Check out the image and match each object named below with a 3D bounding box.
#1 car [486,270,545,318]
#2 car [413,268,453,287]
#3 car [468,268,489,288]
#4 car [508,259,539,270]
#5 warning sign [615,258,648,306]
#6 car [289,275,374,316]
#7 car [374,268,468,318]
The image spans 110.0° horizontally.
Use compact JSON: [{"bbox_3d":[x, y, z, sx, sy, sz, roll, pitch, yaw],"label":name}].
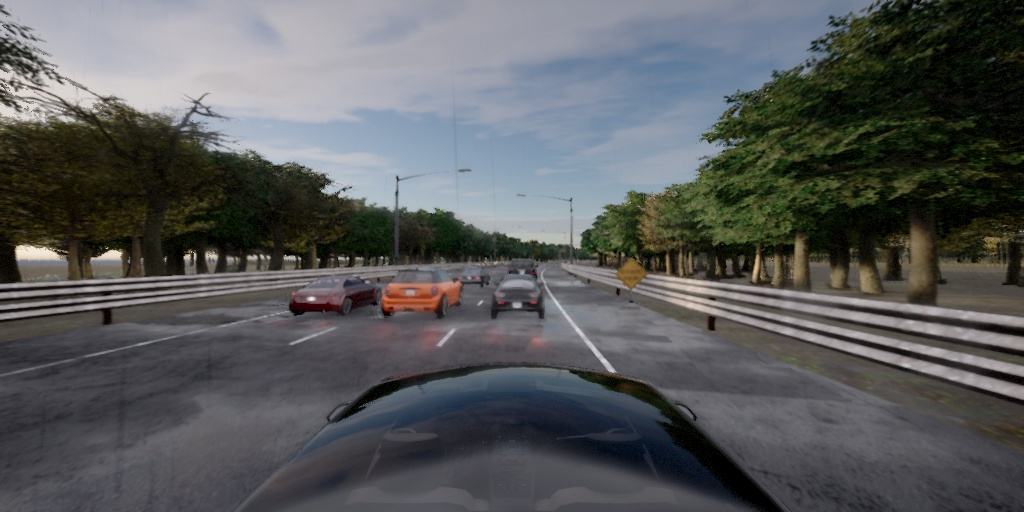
[{"bbox_3d":[0.257,1.402,13.495,1.812,1.442,4.674,0,-1,2],"label":"car"},{"bbox_3d":[-6.120,1.632,28.324,1.895,1.301,4.718,0,-1,4],"label":"car"},{"bbox_3d":[-2.726,1.562,26.611,2.033,1.411,5.357,0,-1,4],"label":"car"},{"bbox_3d":[0.838,1.248,27.501,2.150,2.045,5.566,0,0,4],"label":"car"},{"bbox_3d":[4.779,1.003,14.409,1.300,1.860,1.060,0,0,2],"label":"warning sign"},{"bbox_3d":[-6.718,1.445,14.165,1.994,1.385,4.181,0,0,2],"label":"car"},{"bbox_3d":[-3.230,1.230,13.822,2.097,1.767,4.553,0,-1,2],"label":"car"}]
